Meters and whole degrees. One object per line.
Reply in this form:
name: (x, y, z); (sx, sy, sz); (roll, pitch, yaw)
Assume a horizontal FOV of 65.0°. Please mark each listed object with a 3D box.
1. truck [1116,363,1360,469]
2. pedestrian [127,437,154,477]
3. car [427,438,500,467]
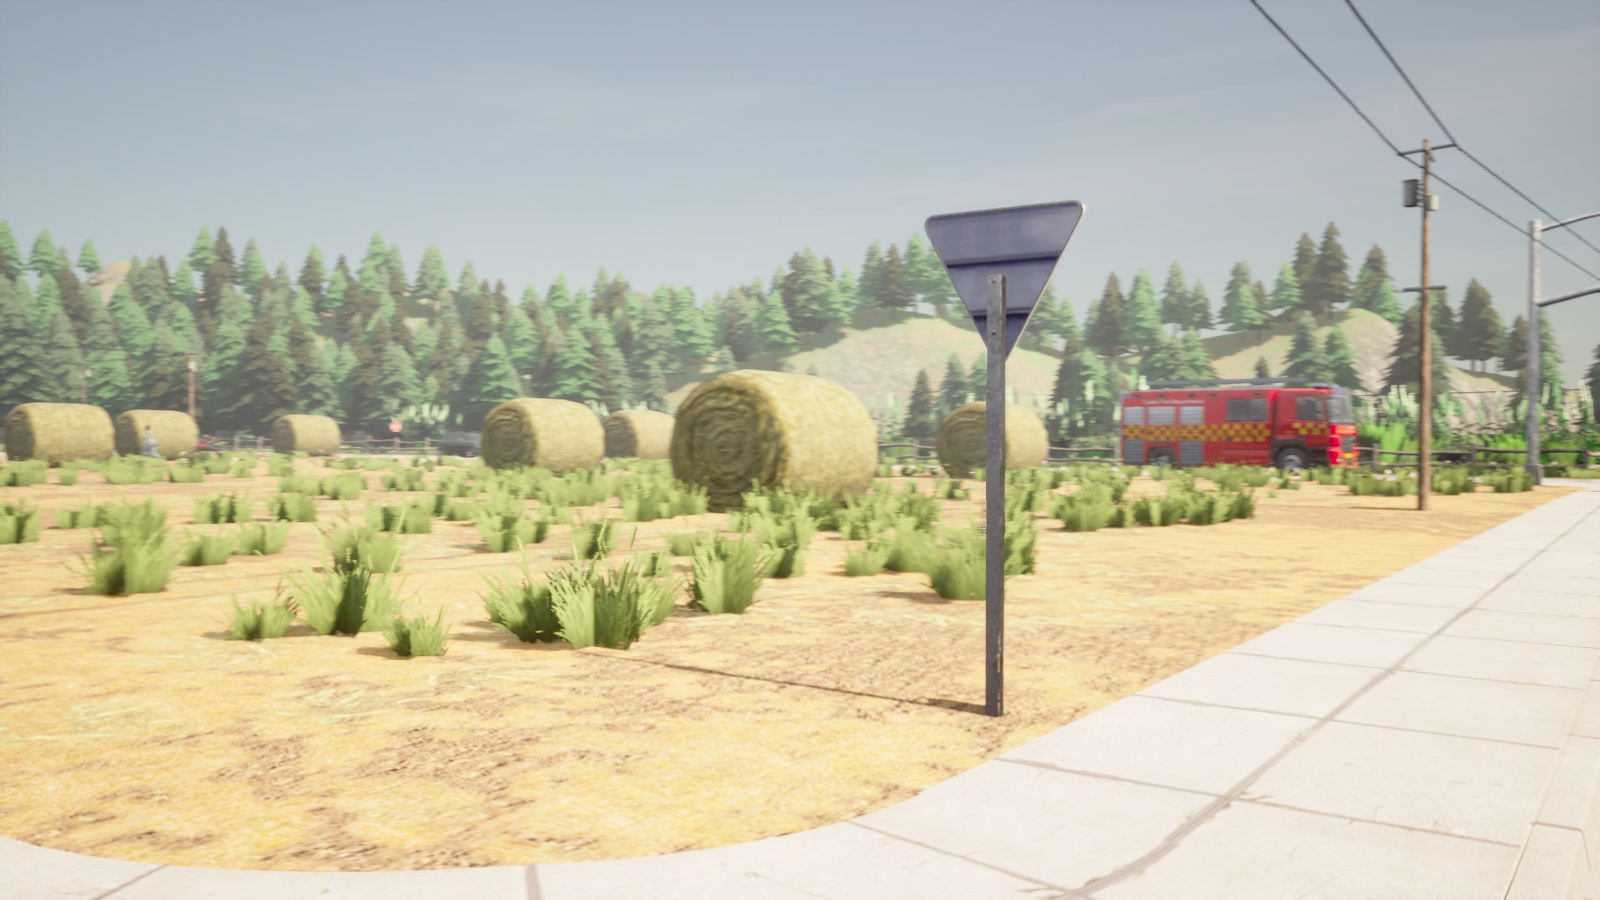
truck: (16.955, -1.230, 49.050); (8.468, 3.827, 2.891); (-1, 1, 38)
pedestrian: (-31.139, 0.339, 59.319); (0.900, 1.855, 0.874); (-1, 1, -13)
car: (-21.079, 0.148, 78.610); (4.553, 1.767, 2.097); (-1, 1, 38)
